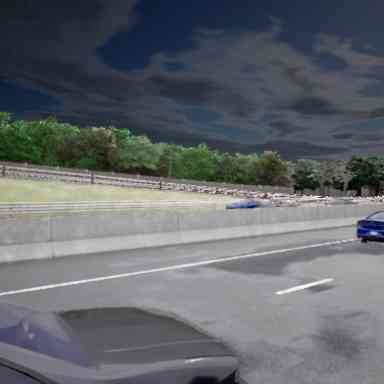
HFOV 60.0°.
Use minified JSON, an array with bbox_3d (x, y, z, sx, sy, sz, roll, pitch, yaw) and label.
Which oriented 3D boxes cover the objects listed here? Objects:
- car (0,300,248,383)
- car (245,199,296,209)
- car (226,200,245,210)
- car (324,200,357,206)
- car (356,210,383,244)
[{"bbox_3d":[-2.072,1.548,2.271,5.357,1.411,2.033,0,0,-36],"label":"car"},{"bbox_3d":[7.708,1.505,30.982,4.902,1.511,2.128,0,0,-35],"label":"car"},{"bbox_3d":[5.646,1.491,33.809,5.008,1.535,1.882,0,0,-35],"label":"car"},{"bbox_3d":[13.717,1.517,30.965,4.892,1.490,1.837,0,0,-35],"label":"car"},{"bbox_3d":[9.228,1.487,14.627,5.008,1.535,1.882,0,0,-36],"label":"car"}]
